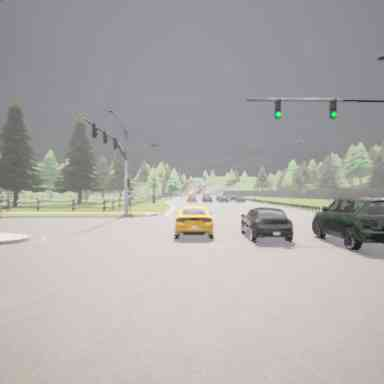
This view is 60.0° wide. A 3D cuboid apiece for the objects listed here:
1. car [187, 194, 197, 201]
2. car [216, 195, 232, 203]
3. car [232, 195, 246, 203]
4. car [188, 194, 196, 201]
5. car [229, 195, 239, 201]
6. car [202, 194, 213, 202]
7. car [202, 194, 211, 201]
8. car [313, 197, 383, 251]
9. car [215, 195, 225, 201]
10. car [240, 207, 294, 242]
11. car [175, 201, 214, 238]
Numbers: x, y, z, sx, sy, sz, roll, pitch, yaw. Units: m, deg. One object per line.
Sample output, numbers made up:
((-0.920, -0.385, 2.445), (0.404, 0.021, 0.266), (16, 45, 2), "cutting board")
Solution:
((-0.015, 1.418, 72.594), (2.097, 1.767, 4.553), (0, 0, 0), "car")
((6.985, 1.587, 72.626), (1.812, 1.442, 4.674), (0, 0, 0), "car")
((10.485, 1.599, 72.210), (2.033, 1.411, 5.357), (0, 0, 0), "car")
((-0.017, 1.344, 82.597), (2.097, 1.767, 4.553), (0, 0, 0), "car")
((10.483, 1.467, 82.629), (1.882, 1.535, 5.008), (0, 0, 0), "car")
((3.485, 1.584, 72.208), (2.128, 1.511, 4.902), (0, 0, 0), "car")
((3.483, 1.344, 82.598), (2.097, 1.767, 4.553), (0, 0, 0), "car")
((7.097, 1.236, 14.272), (2.150, 2.045, 5.566), (0, 0, 0), "car")
((6.983, 1.541, 82.629), (1.994, 1.385, 4.181), (0, 0, 0), "car")
((3.597, 1.521, 16.561), (1.837, 1.490, 4.892), (0, 0, 0), "car")
((0.097, 1.495, 17.818), (1.882, 1.535, 5.008), (0, 0, 0), "car")
